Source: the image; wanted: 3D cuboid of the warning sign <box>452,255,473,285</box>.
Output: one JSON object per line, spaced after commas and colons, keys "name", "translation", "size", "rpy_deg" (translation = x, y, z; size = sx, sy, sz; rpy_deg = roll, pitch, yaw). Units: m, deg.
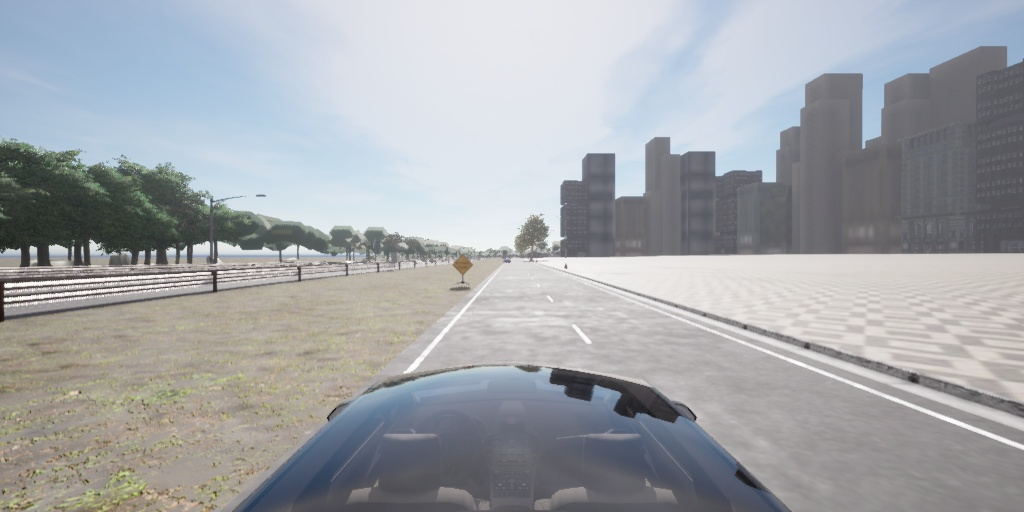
{"name": "warning sign", "translation": [-3.050, 0.833, 22.280], "size": [1.300, 1.860, 1.060], "rpy_deg": [0, 0, 0]}
